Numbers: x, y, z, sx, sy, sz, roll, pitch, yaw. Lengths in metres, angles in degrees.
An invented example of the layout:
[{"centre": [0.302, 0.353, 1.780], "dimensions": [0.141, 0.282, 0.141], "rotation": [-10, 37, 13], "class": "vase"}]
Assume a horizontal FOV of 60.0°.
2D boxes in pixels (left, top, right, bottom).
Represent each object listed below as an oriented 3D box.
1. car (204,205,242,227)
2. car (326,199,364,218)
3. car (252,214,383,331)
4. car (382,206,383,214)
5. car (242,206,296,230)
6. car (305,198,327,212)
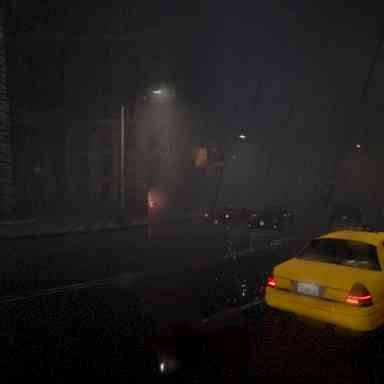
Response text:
[{"centre": [2.581, 1.583, 22.884], "dimensions": [1.895, 1.301, 4.718], "rotation": [0, 0, 29], "class": "car"}, {"centre": [10.568, 1.465, 22.962], "dimensions": [1.882, 1.535, 5.008], "rotation": [0, 0, 25], "class": "car"}, {"centre": [3.576, 1.451, 6.834], "dimensions": [5.366, 1.575, 1.801], "rotation": [0, 0, -45], "class": "car"}, {"centre": [13.782, 1.340, 21.718], "dimensions": [2.097, 1.767, 4.553], "rotation": [0, 0, 25], "class": "car"}, {"centre": [4.848, 1.550, 19.947], "dimensions": [1.994, 1.385, 4.181], "rotation": [0, 0, 31], "class": "car"}, {"centre": [14.616, 1.481, 38.895], "dimensions": [1.837, 1.490, 4.892], "rotation": [0, 0, 6], "class": "car"}]
